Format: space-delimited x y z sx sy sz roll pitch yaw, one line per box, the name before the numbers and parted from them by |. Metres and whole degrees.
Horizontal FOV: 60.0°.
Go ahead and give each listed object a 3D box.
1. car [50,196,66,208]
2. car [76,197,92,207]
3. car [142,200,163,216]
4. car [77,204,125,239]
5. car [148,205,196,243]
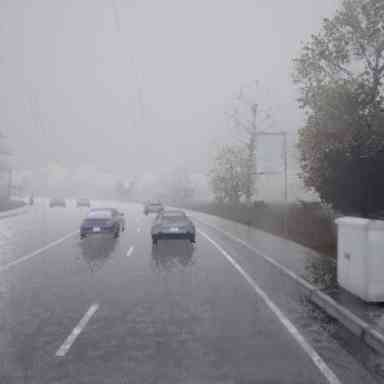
car | -19.520 1.402 48.567 2.097 1.767 4.553 0 0 -20
car | -15.711 1.553 48.292 1.837 1.490 4.892 0 0 -19
car | -3.956 1.520 33.635 2.128 1.511 4.902 0 0 -13
car | -4.628 1.546 17.535 1.812 1.442 4.674 0 0 -7
car | -0.984 1.576 16.242 1.994 1.385 4.181 0 0 -6
